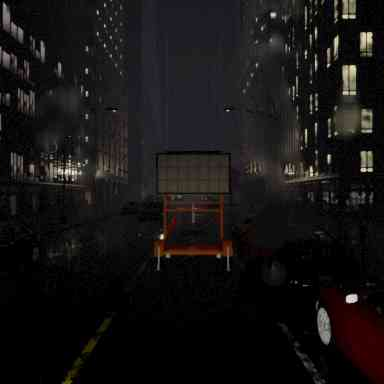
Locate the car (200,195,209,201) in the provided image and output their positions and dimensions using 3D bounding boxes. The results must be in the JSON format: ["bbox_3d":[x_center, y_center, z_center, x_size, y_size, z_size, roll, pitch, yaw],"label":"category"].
[{"bbox_3d":[3.050,1.446,82.751,1.947,1.339,4.313,1,0,0],"label":"car"}]

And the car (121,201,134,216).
[{"bbox_3d":[-5.549,1.527,31.725,1.887,1.381,4.507,0,0,0],"label":"car"}]

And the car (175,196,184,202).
[{"bbox_3d":[-2.695,1.474,71.614,1.994,1.385,4.181,0,0,0],"label":"car"}]

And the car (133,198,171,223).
[{"bbox_3d":[-2.893,1.467,25.275,1.882,1.535,5.008,0,0,0],"label":"car"}]

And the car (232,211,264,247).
[{"bbox_3d":[2.759,1.522,14.825,1.752,1.417,4.829,0,0,0],"label":"car"}]

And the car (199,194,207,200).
[{"bbox_3d":[3.099,1.390,94.101,1.887,1.381,4.507,1,0,0],"label":"car"}]

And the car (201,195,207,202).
[{"bbox_3d":[2.929,1.531,54.378,1.802,1.307,4.206,1,0,0],"label":"car"}]

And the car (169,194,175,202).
[{"bbox_3d":[-5.376,1.226,71.454,2.192,1.841,5.009,1,0,0],"label":"car"}]

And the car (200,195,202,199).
[{"bbox_3d":[2.953,1.519,60.052,1.802,1.307,4.206,1,0,0],"label":"car"}]

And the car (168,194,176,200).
[{"bbox_3d":[-5.306,1.388,88.311,1.752,1.417,4.829,1,0,0],"label":"car"}]

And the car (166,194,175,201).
[{"bbox_3d":[-5.329,1.320,82.805,1.967,1.590,4.097,1,0,0],"label":"car"}]

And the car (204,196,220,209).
[{"bbox_3d":[2.880,1.533,43.029,1.947,1.339,4.313,0,0,0],"label":"car"}]

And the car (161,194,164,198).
[{"bbox_3d":[-5.474,1.274,48.752,2.192,1.841,5.009,0,0,0],"label":"car"}]

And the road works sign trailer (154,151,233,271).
[{"bbox_3d":[0.046,0.463,10.901,2.380,3.560,2.880,0,0,0],"label":"road works sign trailer"}]

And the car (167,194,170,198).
[{"bbox_3d":[-5.428,1.519,60.102,1.802,1.307,4.206,1,0,0],"label":"car"}]

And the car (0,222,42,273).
[{"bbox_3d":[-5.646,1.550,9.021,2.008,1.369,4.403,0,0,0],"label":"car"}]

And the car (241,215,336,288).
[{"bbox_3d":[2.734,1.550,8.978,2.008,1.369,4.403,0,0,0],"label":"car"}]

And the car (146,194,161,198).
[{"bbox_3d":[-5.499,1.408,43.077,1.967,1.590,4.097,0,0,0],"label":"car"}]

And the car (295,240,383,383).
[{"bbox_3d":[2.710,1.545,3.304,1.887,1.381,4.507,0,0,0],"label":"car"}]
